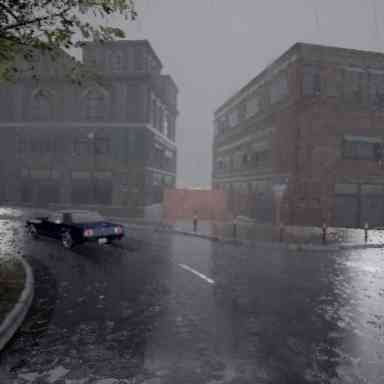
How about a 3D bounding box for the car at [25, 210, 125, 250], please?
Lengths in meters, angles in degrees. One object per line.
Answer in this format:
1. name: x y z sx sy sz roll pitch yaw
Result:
1. car: -4.818 1.373 13.252 4.718 1.301 1.895 2 0 42
